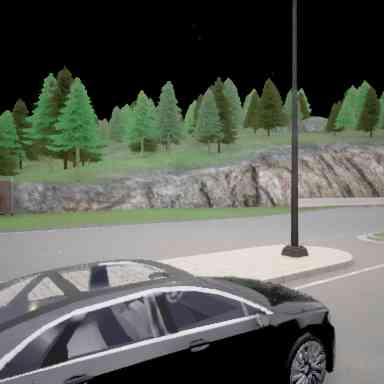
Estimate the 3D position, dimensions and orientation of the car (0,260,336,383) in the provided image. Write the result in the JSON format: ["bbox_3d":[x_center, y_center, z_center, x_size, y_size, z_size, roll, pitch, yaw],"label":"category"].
[{"bbox_3d":[-0.486,1.490,3.400,4.902,1.511,2.128,0,0,-36],"label":"car"}]
